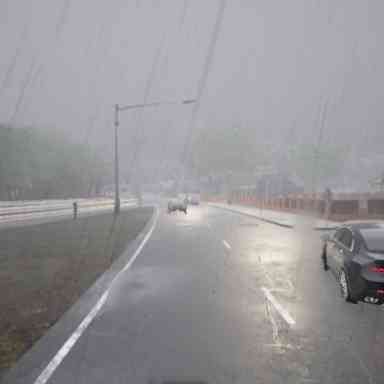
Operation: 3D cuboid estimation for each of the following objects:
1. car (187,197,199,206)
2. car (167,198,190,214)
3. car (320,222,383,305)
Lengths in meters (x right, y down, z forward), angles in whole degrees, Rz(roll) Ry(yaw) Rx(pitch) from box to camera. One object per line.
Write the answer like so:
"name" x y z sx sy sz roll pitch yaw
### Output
"car" -0.142 1.407 51.081 2.033 1.411 5.357 0 0 -9
"car" -1.609 1.477 34.077 1.895 1.301 4.718 0 0 -5
"car" 4.306 1.471 7.855 1.837 1.490 4.892 -2 0 15
